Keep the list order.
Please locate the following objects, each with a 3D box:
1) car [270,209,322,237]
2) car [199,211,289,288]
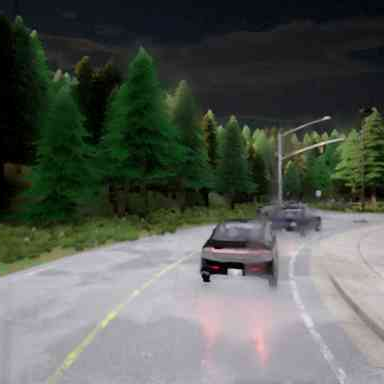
[{"bbox_3d":[5.766,1.640,18.524,1.895,1.301,4.718,0,0,34],"label":"car"},{"bbox_3d":[1.502,1.510,9.469,2.128,1.511,4.902,0,0,14],"label":"car"}]
